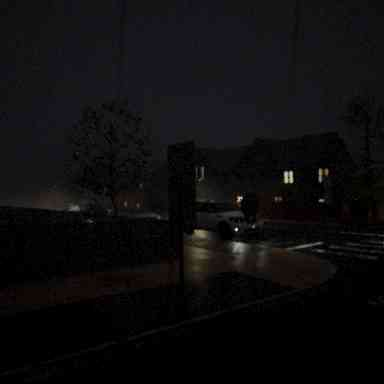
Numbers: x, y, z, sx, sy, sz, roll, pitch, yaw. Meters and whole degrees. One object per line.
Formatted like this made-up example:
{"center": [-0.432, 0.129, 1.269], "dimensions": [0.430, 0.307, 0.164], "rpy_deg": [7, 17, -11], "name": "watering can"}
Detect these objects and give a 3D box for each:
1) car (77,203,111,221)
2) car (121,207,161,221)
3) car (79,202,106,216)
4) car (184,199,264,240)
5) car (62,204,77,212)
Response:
{"center": [-10.199, 2.205, 35.252], "dimensions": [1.837, 1.490, 4.892], "rpy_deg": [-2, 0, -35], "name": "car"}
{"center": [-4.217, 1.981, 26.860], "dimensions": [1.812, 1.442, 4.674], "rpy_deg": [-2, 0, -35], "name": "car"}
{"center": [-13.426, 2.211, 44.739], "dimensions": [2.097, 1.767, 4.553], "rpy_deg": [-2, 0, -35], "name": "car"}
{"center": [1.458, 1.446, 18.916], "dimensions": [2.150, 2.045, 5.566], "rpy_deg": [-2, 0, -35], "name": "car"}
{"center": [-19.155, 2.619, 52.670], "dimensions": [1.812, 1.442, 4.674], "rpy_deg": [-2, 0, -36], "name": "car"}
